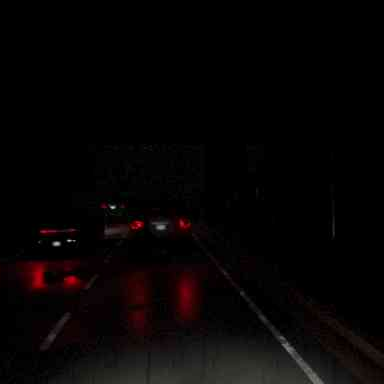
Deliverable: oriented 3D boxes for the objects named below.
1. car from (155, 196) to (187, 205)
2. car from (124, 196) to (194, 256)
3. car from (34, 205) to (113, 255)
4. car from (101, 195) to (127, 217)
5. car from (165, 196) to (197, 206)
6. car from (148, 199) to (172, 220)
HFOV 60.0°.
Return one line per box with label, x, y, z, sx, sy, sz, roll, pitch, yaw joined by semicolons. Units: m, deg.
car;-3.669;1.479;59.119;5.357;1.411;2.033;-1;0;-39
car;-1.268;1.214;13.379;2.150;2.045;5.566;-1;0;-6
car;-4.808;1.537;13.621;2.128;1.511;4.902;-1;0;-6
car;-6.204;1.262;28.070;2.150;2.045;5.566;-1;0;-3
car;-1.825;1.402;55.696;4.902;1.511;2.128;-1;0;-38
car;-2.752;1.487;29.519;1.837;1.490;4.892;-1;1;-2
